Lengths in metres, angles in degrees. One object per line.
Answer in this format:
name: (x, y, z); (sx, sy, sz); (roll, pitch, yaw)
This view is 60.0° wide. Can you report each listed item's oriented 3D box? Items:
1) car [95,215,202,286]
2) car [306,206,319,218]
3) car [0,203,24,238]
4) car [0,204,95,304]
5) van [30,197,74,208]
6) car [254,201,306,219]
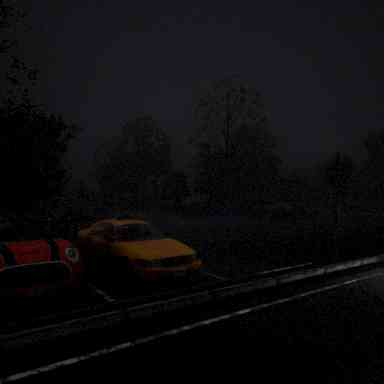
car: (-1.842, 1.481, 9.783); (1.946, 1.575, 5.366); (0, 0, -36)
car: (10.746, 1.727, 34.334); (2.185, 1.767, 4.553); (1, -1, -36)
car: (-11.005, 1.474, 18.747); (1.946, 1.575, 5.366); (0, 0, -36)
car: (-4.329, 1.347, 8.243); (2.185, 1.767, 4.553); (0, 0, -36)
van: (-8.566, 1.263, 20.145); (1.878, 1.987, 4.442); (0, 0, -36)
car: (8.205, 1.827, 32.433); (2.002, 1.452, 4.674); (2, -1, -36)
